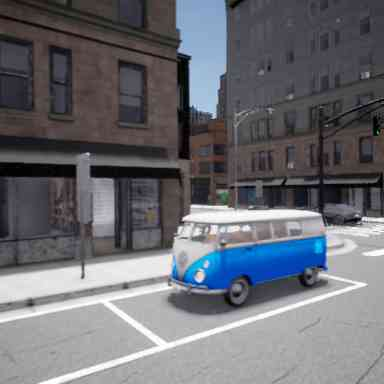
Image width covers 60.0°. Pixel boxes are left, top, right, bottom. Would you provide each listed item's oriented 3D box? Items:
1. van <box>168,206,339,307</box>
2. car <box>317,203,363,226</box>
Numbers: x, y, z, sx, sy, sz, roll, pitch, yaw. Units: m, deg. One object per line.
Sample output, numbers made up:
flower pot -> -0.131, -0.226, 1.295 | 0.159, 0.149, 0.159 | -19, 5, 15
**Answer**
van -> 1.412, 1.334, 7.670 | 3.998, 1.788, 1.690 | 0, -1, -35
car -> 9.284, 1.433, 22.688 | 1.994, 1.385, 4.181 | -1, 1, -35
